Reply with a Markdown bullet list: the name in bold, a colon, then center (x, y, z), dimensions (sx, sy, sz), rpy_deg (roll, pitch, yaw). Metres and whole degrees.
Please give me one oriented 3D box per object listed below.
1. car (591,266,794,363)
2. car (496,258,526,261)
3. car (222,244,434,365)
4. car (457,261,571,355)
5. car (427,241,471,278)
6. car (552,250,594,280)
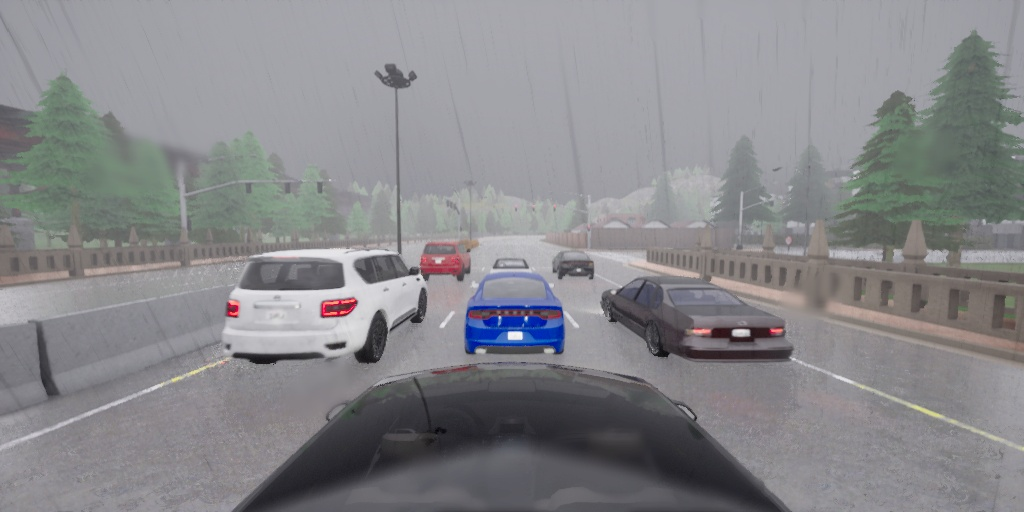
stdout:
- **car**: center (3.542, 1.170, 8.144), dimensions (2.033, 1.411, 5.357), rpy_deg (0, 2, -1)
- **car**: center (-0.065, 0.737, 17.469), dimensions (1.895, 1.301, 4.718), rpy_deg (0, 4, -1)
- **car**: center (-3.461, 0.854, 7.915), dimensions (2.150, 2.045, 5.566), rpy_deg (0, 2, -1)
- **car**: center (0.035, 1.089, 8.421), dimensions (1.882, 1.535, 5.008), rpy_deg (0, 2, 0)
- **car**: center (-3.594, 0.191, 20.039), dimensions (2.150, 2.045, 5.566), rpy_deg (0, 4, -1)
- **car**: center (3.428, 0.410, 20.732), dimensions (1.882, 1.535, 5.008), rpy_deg (0, 4, 0)
